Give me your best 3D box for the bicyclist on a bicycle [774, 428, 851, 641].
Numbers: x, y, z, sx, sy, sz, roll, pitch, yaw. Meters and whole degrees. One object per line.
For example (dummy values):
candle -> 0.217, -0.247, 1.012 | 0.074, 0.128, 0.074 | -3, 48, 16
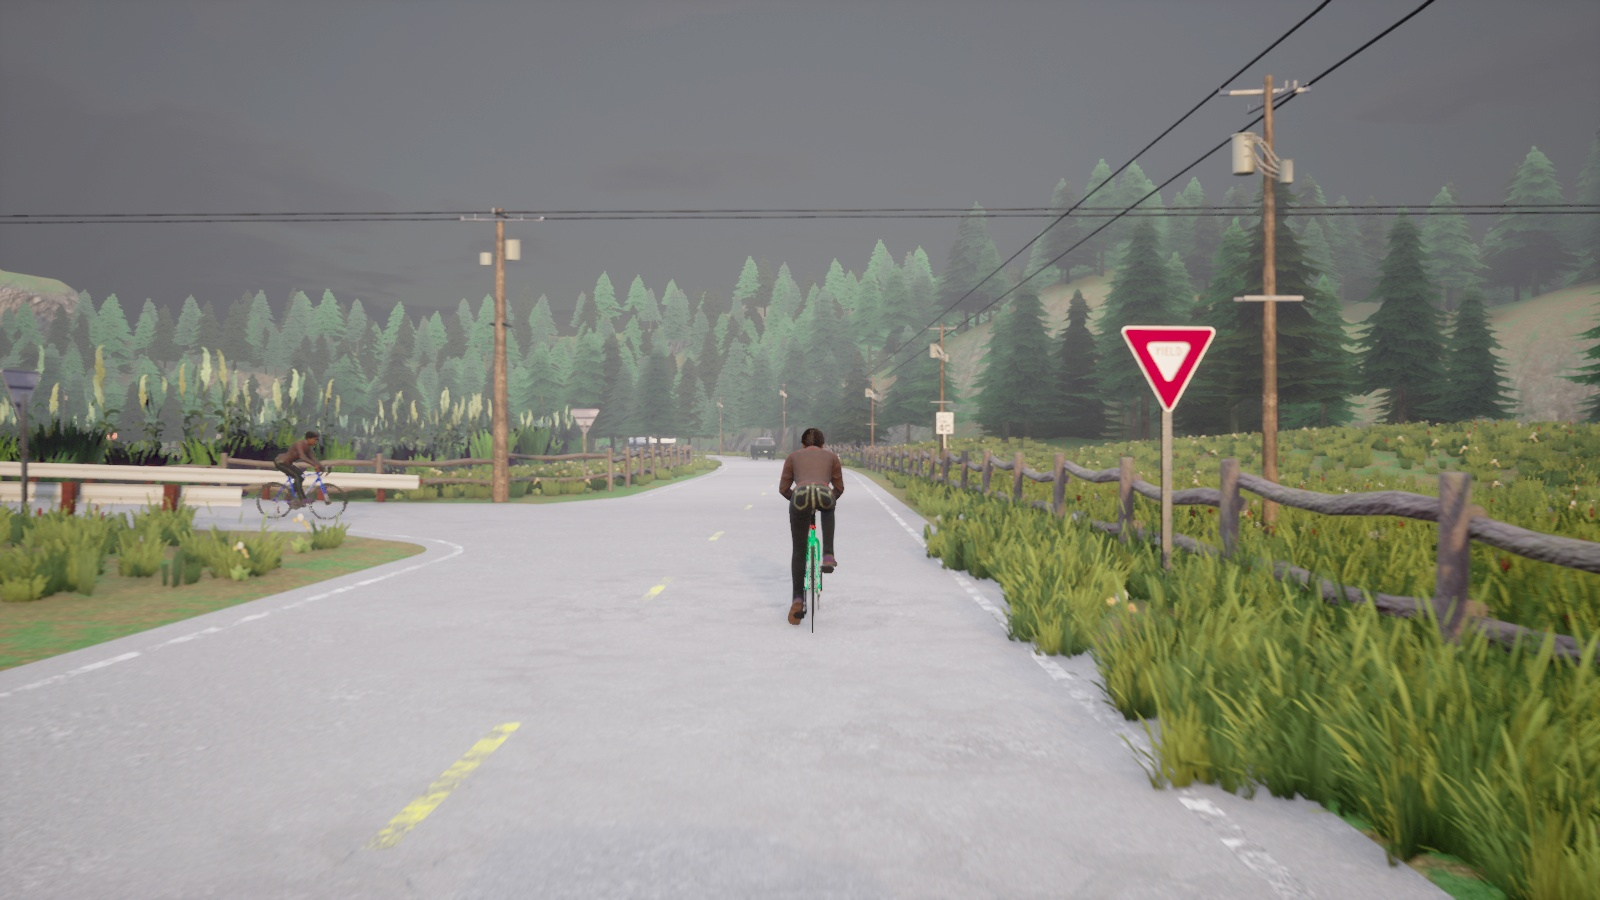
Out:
bicyclist on a bicycle -> 0.107, 0.641, 10.401 | 0.582, 1.620, 1.656 | 0, 0, 1

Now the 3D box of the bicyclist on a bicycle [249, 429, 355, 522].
bicyclist on a bicycle -> -9.025, 0.462, 22.780 | 1.656, 1.620, 0.582 | 1, 0, 0
